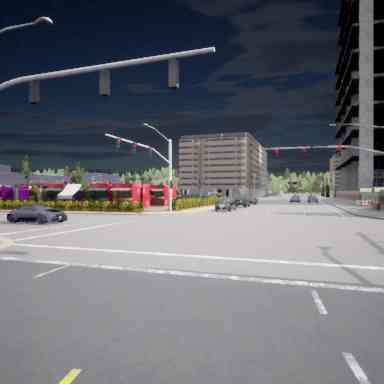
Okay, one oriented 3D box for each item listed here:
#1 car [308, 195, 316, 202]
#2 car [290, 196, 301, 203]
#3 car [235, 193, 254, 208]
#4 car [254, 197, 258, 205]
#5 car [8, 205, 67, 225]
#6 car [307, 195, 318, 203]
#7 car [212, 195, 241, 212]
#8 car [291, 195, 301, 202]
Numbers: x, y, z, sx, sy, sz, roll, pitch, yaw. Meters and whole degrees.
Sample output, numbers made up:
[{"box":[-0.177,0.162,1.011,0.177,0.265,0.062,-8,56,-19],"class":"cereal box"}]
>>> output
[{"box":[27.967,1.523,77.643,1.812,1.442,4.674,0,0,19],"class":"car"},{"box":[21.474,1.553,69.217,1.994,1.385,4.181,0,0,19],"class":"car"},{"box":[7.239,1.220,49.113,2.150,2.045,5.566,0,0,18],"class":"car"},{"box":[10.455,1.563,58.643,1.994,1.385,4.181,0,0,19],"class":"car"},{"box":[-11.242,1.618,24.247,4.181,1.385,1.994,0,0,19],"class":"car"},{"box":[24.684,1.540,67.785,2.033,1.411,5.357,0,0,19],"class":"car"},{"box":[4.090,1.490,39.726,2.128,1.511,4.902,0,0,19],"class":"car"},{"box":[24.545,1.538,78.444,2.033,1.411,5.357,0,0,19],"class":"car"}]
